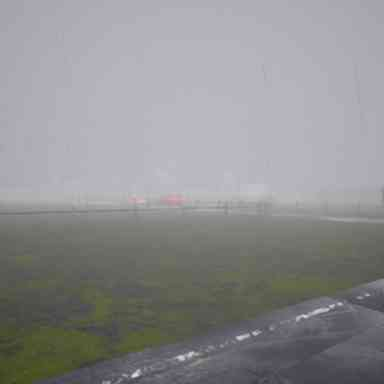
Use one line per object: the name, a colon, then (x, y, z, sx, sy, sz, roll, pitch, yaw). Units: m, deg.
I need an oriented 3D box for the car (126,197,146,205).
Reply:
car: (-10.627, 1.637, 62.989, 1.882, 1.535, 5.008, 2, -1, -41)

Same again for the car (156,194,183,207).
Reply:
car: (-3.703, 1.397, 54.910, 2.150, 2.045, 5.566, 2, -1, -40)
